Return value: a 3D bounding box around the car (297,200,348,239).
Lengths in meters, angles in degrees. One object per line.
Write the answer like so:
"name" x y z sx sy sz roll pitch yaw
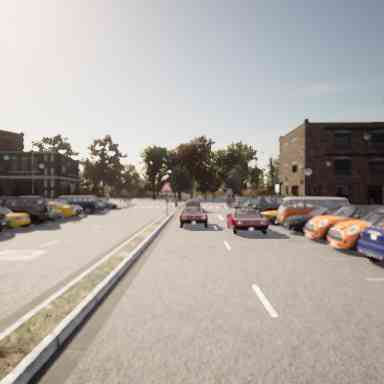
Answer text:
"car" 7.684 1.397 15.572 4.553 1.767 2.185 0 0 0

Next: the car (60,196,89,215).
"car" -12.528 1.472 31.231 4.553 1.767 2.185 0 0 0

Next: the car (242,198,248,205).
"car" 7.673 1.596 32.115 4.892 1.521 2.231 0 0 0

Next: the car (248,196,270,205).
"car" 7.690 1.319 26.602 5.566 2.045 2.435 0 0 0

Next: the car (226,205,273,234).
"car" 3.110 1.660 19.655 1.895 1.301 4.718 0 0 0

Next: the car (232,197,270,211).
"car" 7.644 1.490 43.153 4.553 1.767 2.185 0 0 0

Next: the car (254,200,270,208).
"car" 7.474 1.555 23.844 5.366 1.575 1.946 0 0 0

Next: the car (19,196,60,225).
"car" -12.539 1.303 22.895 5.566 2.045 2.435 0 0 0

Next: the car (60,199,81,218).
"car" -12.496 1.582 28.326 5.008 1.535 2.097 0 0 0

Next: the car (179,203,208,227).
"car" 0.122 1.676 23.374 1.895 1.301 4.718 0 0 0

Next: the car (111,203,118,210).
"car" -12.446 1.650 45.010 4.792 1.488 2.163 0 0 0

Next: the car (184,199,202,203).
"car" 0.136 1.602 41.124 1.837 1.490 4.892 1 -1 -1

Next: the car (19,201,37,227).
"car" -12.700 1.538 20.114 5.366 1.575 1.946 0 0 0

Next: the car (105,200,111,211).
"car" -12.515 1.498 39.575 4.553 1.767 2.185 0 0 0

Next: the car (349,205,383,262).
"car" 7.618 1.378 10.057 4.553 1.767 2.185 0 0 0

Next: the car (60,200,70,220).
"car" -12.512 1.570 25.672 4.892 1.521 2.231 0 0 0

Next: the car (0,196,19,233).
"car" -12.491 1.276 17.210 5.566 2.045 2.435 0 0 0

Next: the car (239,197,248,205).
"car" 7.637 1.478 34.877 4.553 1.767 2.185 0 0 0

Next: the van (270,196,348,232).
"van" 7.541 1.319 21.087 4.442 1.987 1.878 0 0 0

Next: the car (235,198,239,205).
"car" 7.668 1.649 37.634 4.674 1.452 2.002 0 0 0

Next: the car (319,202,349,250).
"car" 7.682 1.387 12.815 4.553 1.767 2.185 0 0 0

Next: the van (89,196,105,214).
"van" -12.372 1.394 36.667 4.442 1.987 1.878 0 0 0
